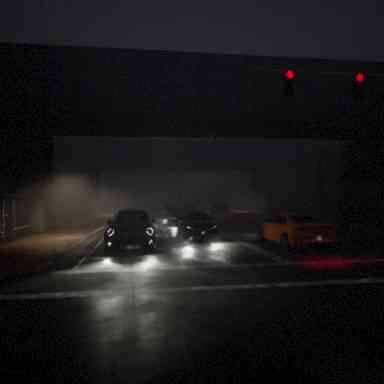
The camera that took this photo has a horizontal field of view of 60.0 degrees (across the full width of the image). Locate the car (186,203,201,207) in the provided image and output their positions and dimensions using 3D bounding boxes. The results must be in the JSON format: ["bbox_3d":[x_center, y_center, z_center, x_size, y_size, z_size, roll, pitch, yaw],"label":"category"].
[{"bbox_3d":[-0.353,2.353,50.443,1.812,1.442,4.674,-1,-1,-8],"label":"car"}]

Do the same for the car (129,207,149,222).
[{"bbox_3d":[-5.355,2.221,34.203,1.895,1.301,4.718,-1,-1,-8],"label":"car"}]

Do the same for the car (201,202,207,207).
[{"bbox_3d":[2.501,2.427,55.647,2.033,1.411,5.357,-1,-1,-6],"label":"car"}]

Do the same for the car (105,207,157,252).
[{"bbox_3d":[-2.744,1.638,15.345,2.097,1.767,4.553,-1,-1,-8],"label":"car"}]

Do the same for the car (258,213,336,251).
[{"bbox_3d":[4.584,1.680,15.270,1.882,1.535,5.008,0,-1,-8],"label":"car"}]

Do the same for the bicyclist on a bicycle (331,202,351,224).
[{"bbox_3d":[11.075,1.587,24.769,1.656,1.620,0.582,-1,-1,-8],"label":"bicyclist on a bicycle"}]

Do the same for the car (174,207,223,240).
[{"bbox_3d":[0.256,1.841,19.201,1.812,1.442,4.674,-1,-1,-8],"label":"car"}]

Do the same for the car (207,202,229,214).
[{"bbox_3d":[3.800,2.187,46.032,1.882,1.535,5.008,-1,-1,-8],"label":"car"}]

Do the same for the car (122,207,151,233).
[{"bbox_3d":[-3.997,1.924,24.386,1.882,1.535,5.008,-1,-1,-8],"label":"car"}]

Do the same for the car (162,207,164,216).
[{"bbox_3d":[-2.426,2.137,38.600,1.882,1.535,5.008,-1,-1,-8],"label":"car"}]

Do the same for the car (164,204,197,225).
[{"bbox_3d":[-1.057,2.031,28.691,2.033,1.411,5.357,-1,-1,-7],"label":"car"}]
